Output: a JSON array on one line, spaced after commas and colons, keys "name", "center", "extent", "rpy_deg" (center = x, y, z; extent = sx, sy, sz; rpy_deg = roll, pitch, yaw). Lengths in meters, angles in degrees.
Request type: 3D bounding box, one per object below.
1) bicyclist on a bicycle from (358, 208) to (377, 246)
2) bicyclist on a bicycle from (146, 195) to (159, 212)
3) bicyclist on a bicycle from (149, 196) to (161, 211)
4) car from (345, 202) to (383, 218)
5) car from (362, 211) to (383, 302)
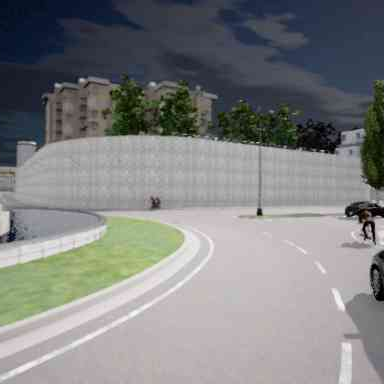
[{"name": "bicyclist on a bicycle", "center": [7.719, 1.525, 14.743], "extent": [0.582, 1.620, 1.656], "rpy_deg": [1, 0, 9]}, {"name": "bicyclist on a bicycle", "center": [-4.467, 1.232, 37.606], "extent": [0.582, 1.620, 1.656], "rpy_deg": [1, 9, 28]}, {"name": "bicyclist on a bicycle", "center": [-3.905, 1.277, 37.338], "extent": [0.582, 1.620, 1.656], "rpy_deg": [11, 10, 29]}, {"name": "car", "center": [16.165, 1.657, 30.737], "extent": [4.892, 1.490, 1.837], "rpy_deg": [1, 0, -31]}, {"name": "car", "center": [4.537, 1.404, 5.349], "extent": [2.097, 1.767, 4.553], "rpy_deg": [1, 0, 13]}]
